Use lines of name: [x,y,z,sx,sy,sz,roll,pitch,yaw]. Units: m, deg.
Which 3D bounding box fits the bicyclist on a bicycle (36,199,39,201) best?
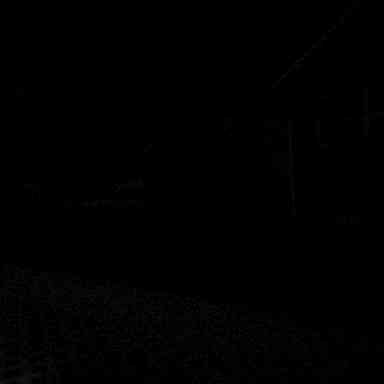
bicyclist on a bicycle: [-11.530,1.334,25.140,1.656,1.620,0.582,-3,-2,21]
